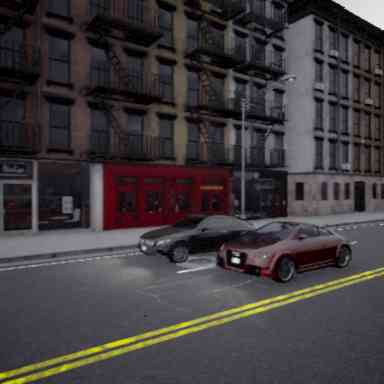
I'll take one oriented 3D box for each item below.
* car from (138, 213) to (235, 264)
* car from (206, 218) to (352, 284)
[{"bbox_3d":[0.374,1.517,11.933,4.674,1.442,1.812,0,0,-35],"label":"car"},{"bbox_3d":[2.741,1.554,9.628,4.181,1.385,1.994,0,0,-35],"label":"car"}]
